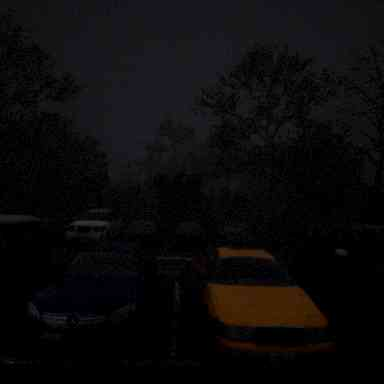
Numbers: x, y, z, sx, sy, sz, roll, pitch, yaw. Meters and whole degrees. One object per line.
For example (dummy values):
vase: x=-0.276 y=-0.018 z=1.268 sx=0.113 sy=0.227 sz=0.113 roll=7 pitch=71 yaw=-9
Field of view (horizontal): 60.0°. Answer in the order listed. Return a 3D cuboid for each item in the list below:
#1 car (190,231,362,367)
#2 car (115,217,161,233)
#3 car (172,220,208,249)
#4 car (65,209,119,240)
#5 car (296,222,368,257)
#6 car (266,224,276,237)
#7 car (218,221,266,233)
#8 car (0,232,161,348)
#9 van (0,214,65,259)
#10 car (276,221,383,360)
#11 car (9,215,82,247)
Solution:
car: x=1.065 y=1.869 z=6.863 sx=1.946 sy=1.575 sz=5.366 roll=2 pitch=-3 yaw=-2
car: x=-2.924 y=2.395 z=20.016 sx=2.097 sy=1.535 sz=5.008 roll=2 pitch=-3 yaw=-2
car: x=-0.151 y=2.479 z=20.090 sx=2.097 sy=1.535 sz=5.008 roll=2 pitch=-3 yaw=-2
car: x=-5.690 y=2.059 z=19.920 sx=2.435 sy=2.045 sz=5.566 roll=2 pitch=-3 yaw=-2
car: x=8.174 y=2.719 z=20.123 sx=1.946 sy=1.575 sz=5.366 roll=2 pitch=-3 yaw=-2
car: x=5.394 y=2.678 z=20.262 sx=2.163 sy=1.488 sz=4.792 roll=2 pitch=-3 yaw=-2
car: x=2.623 y=2.564 z=20.166 sx=2.231 sy=1.521 sz=4.892 roll=2 pitch=-3 yaw=-2
car: x=-1.742 y=1.836 z=6.974 sx=2.002 sy=1.452 sz=4.674 roll=2 pitch=-3 yaw=-2
van: x=-4.538 y=1.491 z=7.025 sx=1.878 sy=1.987 sz=4.442 roll=2 pitch=-3 yaw=-2
car: x=3.870 y=1.713 z=7.107 sx=2.435 sy=2.045 sz=5.566 roll=2 pitch=-3 yaw=-2
car: x=-8.470 y=2.228 z=19.856 sx=2.231 sy=1.521 sz=4.892 roll=2 pitch=-3 yaw=-2
